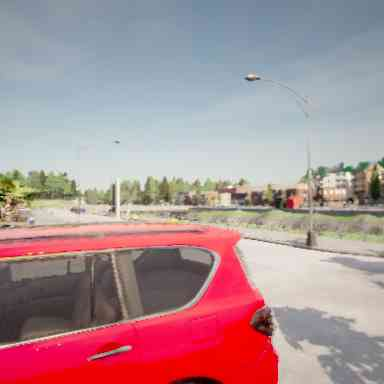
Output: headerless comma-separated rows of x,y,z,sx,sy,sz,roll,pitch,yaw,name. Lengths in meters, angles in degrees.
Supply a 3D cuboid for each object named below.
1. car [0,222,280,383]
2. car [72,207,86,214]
-1.911,1.351,2.711,5.566,2.045,2.150,0,-2,-25,car
-25.744,4.222,76.718,1.882,1.535,5.008,0,-2,-25,car
